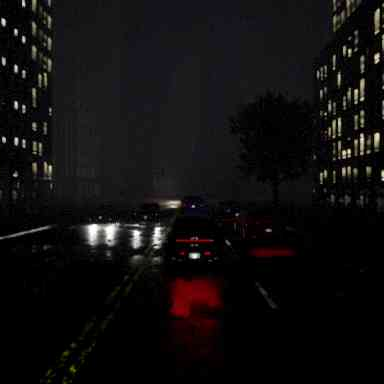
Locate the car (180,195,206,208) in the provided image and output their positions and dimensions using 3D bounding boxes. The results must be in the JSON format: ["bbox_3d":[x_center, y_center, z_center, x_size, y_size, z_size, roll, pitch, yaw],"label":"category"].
[{"bbox_3d":[0.096,1.318,30.564,2.150,2.045,5.566,0,0,0],"label":"car"}]

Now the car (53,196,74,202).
[{"bbox_3d":[-28.189,1.564,73.006,4.507,1.381,1.887,0,0,1],"label":"car"}]

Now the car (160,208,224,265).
[{"bbox_3d":[0.084,1.549,11.895,1.837,1.490,4.892,0,0,0],"label":"car"}]

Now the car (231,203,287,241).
[{"bbox_3d":[3.341,1.536,16.940,1.882,1.535,5.008,0,0,0],"label":"car"}]

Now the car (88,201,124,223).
[{"bbox_3d":[-6.600,1.649,25.920,1.994,1.385,4.181,0,0,0],"label":"car"}]

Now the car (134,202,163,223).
[{"bbox_3d":[-3.349,1.592,26.303,1.837,1.490,4.892,0,-1,0],"label":"car"}]

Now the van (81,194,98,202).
[{"bbox_3d":[-22.650,1.386,72.959,3.998,1.788,1.690,0,0,1],"label":"van"}]

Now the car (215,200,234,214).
[{"bbox_3d":[3.347,1.580,32.981,1.882,1.535,5.008,0,0,0],"label":"car"}]
